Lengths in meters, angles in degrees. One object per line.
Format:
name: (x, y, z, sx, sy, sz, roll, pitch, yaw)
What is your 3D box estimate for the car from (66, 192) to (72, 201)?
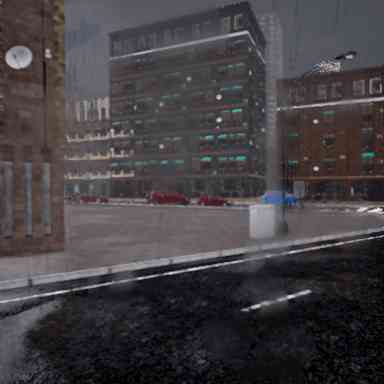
car: (-17.453, 0.675, 48.478, 4.181, 1.385, 1.994, 1, 1, 24)

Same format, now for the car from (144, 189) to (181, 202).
car: (-4.409, 0.535, 49.166, 5.009, 1.841, 2.192, 1, 0, 23)

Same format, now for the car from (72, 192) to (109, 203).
car: (-12.980, 0.769, 43.709, 4.507, 1.381, 1.887, 1, 0, 23)

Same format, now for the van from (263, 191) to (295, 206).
van: (11.133, 0.793, 42.540, 3.998, 1.788, 1.690, 1, 0, 23)

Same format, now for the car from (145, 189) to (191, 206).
car: (-2.609, 0.697, 39.290, 5.009, 1.841, 2.192, 1, 0, 23)

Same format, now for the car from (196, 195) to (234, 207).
car: (2.567, 1.042, 37.080, 4.206, 1.307, 1.802, 1, 0, 23)
